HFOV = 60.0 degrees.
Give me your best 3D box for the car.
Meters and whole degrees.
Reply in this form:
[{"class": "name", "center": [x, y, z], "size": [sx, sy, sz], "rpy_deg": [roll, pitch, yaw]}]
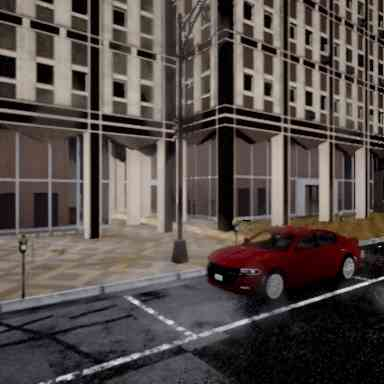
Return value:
[{"class": "car", "center": [2.392, 1.533, 8.264], "size": [4.507, 1.381, 1.887], "rpy_deg": [0, 0, -35]}]
